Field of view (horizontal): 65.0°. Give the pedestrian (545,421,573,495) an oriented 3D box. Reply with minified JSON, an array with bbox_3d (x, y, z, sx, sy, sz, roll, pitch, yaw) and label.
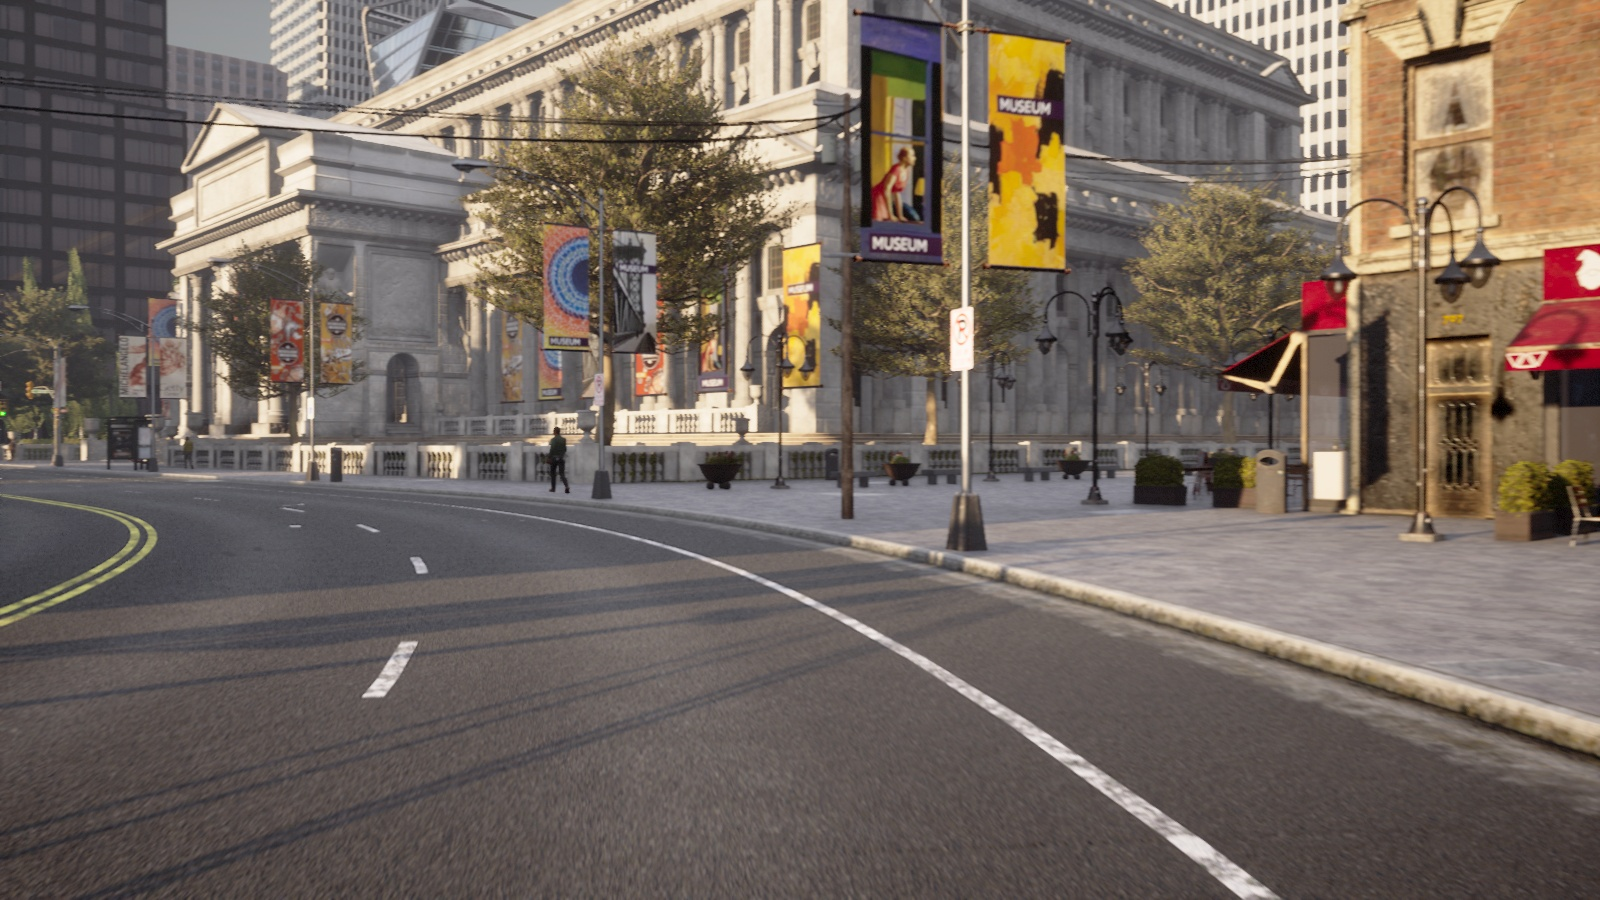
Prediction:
[{"bbox_3d":[-6.444,0.215,33.584,0.423,1.949,0.788,0,0,-39],"label":"pedestrian"}]

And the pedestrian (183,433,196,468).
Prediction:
[{"bbox_3d":[-32.434,0.034,66.728,0.726,1.835,0.370,0,0,40],"label":"pedestrian"}]
